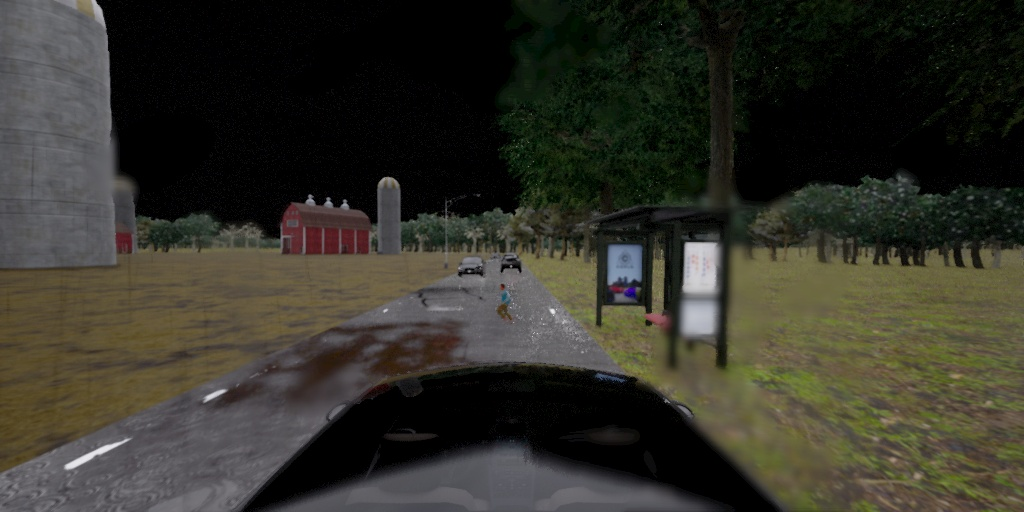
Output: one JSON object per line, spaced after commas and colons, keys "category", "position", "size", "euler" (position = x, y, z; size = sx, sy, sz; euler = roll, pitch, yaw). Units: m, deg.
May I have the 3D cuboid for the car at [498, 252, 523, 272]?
{"category": "car", "position": [-0.072, 0.666, 32.990], "size": [1.837, 1.490, 4.892], "euler": [0, 0, 0]}

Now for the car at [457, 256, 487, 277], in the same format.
{"category": "car", "position": [-2.979, 0.772, 27.394], "size": [1.837, 1.490, 4.892], "euler": [0, 1, 0]}

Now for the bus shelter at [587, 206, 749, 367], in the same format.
{"category": "bus shelter", "position": [3.092, 0.501, 8.146], "size": [1.920, 2.740, 3.880], "euler": [0, 0, 0]}

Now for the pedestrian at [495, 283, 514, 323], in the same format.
{"category": "pedestrian", "position": [-0.174, 1.272, 9.762], "size": [0.500, 1.100, 0.500], "euler": [-1, 2, -5]}
